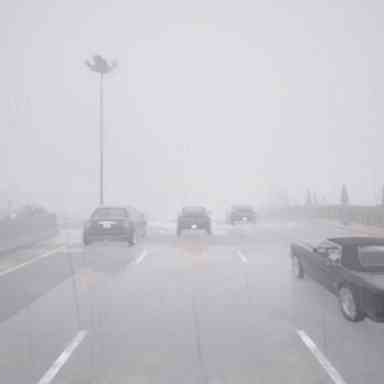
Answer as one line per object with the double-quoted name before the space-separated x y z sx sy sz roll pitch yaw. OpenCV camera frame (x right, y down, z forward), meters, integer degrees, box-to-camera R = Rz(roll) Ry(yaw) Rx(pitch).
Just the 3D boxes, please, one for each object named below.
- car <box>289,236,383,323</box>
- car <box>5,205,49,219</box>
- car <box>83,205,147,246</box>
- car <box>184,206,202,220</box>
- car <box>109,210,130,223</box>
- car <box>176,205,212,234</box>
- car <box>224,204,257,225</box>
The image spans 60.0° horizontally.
"car" 3.603 1.608 7.156 1.895 1.301 4.718 0 0 0
"car" -14.075 1.819 28.679 2.128 1.511 4.902 0 -3 0
"car" -3.394 1.367 15.415 2.097 1.767 4.553 0 0 0
"car" 0.111 2.454 37.640 1.837 1.490 4.892 0 -5 0
"car" -10.513 3.667 48.764 1.882 1.535 5.008 0 -8 1
"car" 0.106 1.540 19.422 1.837 1.490 4.892 0 -1 0
"car" 3.608 1.671 25.039 1.837 1.490 4.892 0 -2 0
